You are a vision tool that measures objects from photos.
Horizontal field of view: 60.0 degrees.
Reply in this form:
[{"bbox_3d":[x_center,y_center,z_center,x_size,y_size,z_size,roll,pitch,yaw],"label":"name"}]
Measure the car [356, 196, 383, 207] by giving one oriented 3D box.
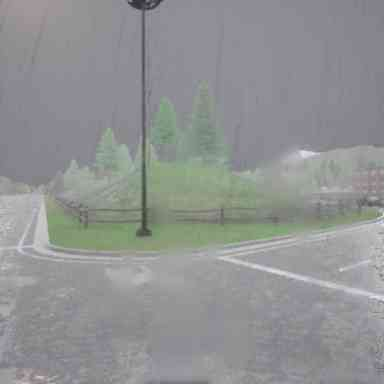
[{"bbox_3d":[24.630,1.350,46.215,1.812,1.442,4.674,0,0,2],"label":"car"}]
